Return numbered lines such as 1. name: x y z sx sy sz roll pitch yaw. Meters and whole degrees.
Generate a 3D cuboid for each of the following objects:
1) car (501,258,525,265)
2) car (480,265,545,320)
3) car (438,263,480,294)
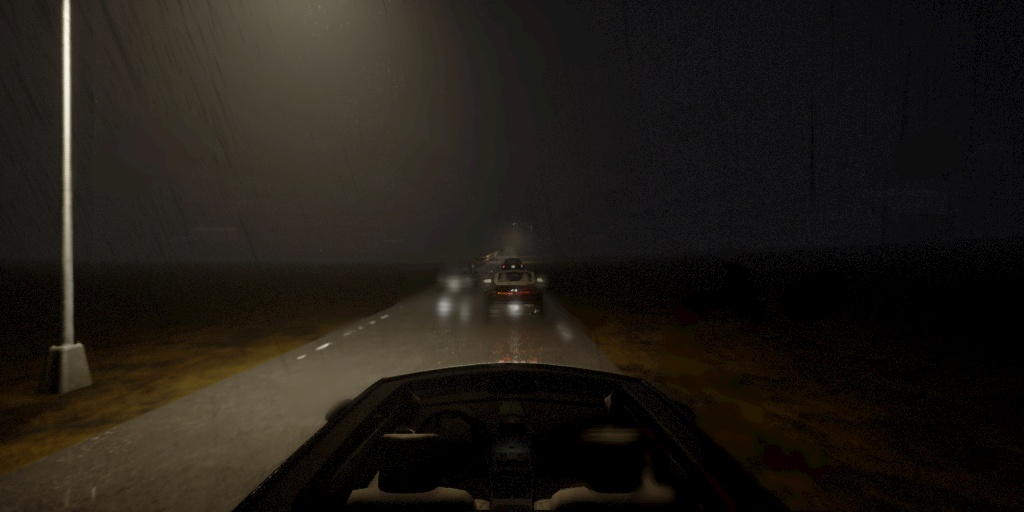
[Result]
1. car: 0.091 0.932 33.148 2.097 1.767 4.553 0 1 0
2. car: 0.096 1.226 12.553 1.837 1.490 4.892 0 0 0
3. car: -2.779 1.177 19.756 2.128 1.511 4.902 0 0 0
